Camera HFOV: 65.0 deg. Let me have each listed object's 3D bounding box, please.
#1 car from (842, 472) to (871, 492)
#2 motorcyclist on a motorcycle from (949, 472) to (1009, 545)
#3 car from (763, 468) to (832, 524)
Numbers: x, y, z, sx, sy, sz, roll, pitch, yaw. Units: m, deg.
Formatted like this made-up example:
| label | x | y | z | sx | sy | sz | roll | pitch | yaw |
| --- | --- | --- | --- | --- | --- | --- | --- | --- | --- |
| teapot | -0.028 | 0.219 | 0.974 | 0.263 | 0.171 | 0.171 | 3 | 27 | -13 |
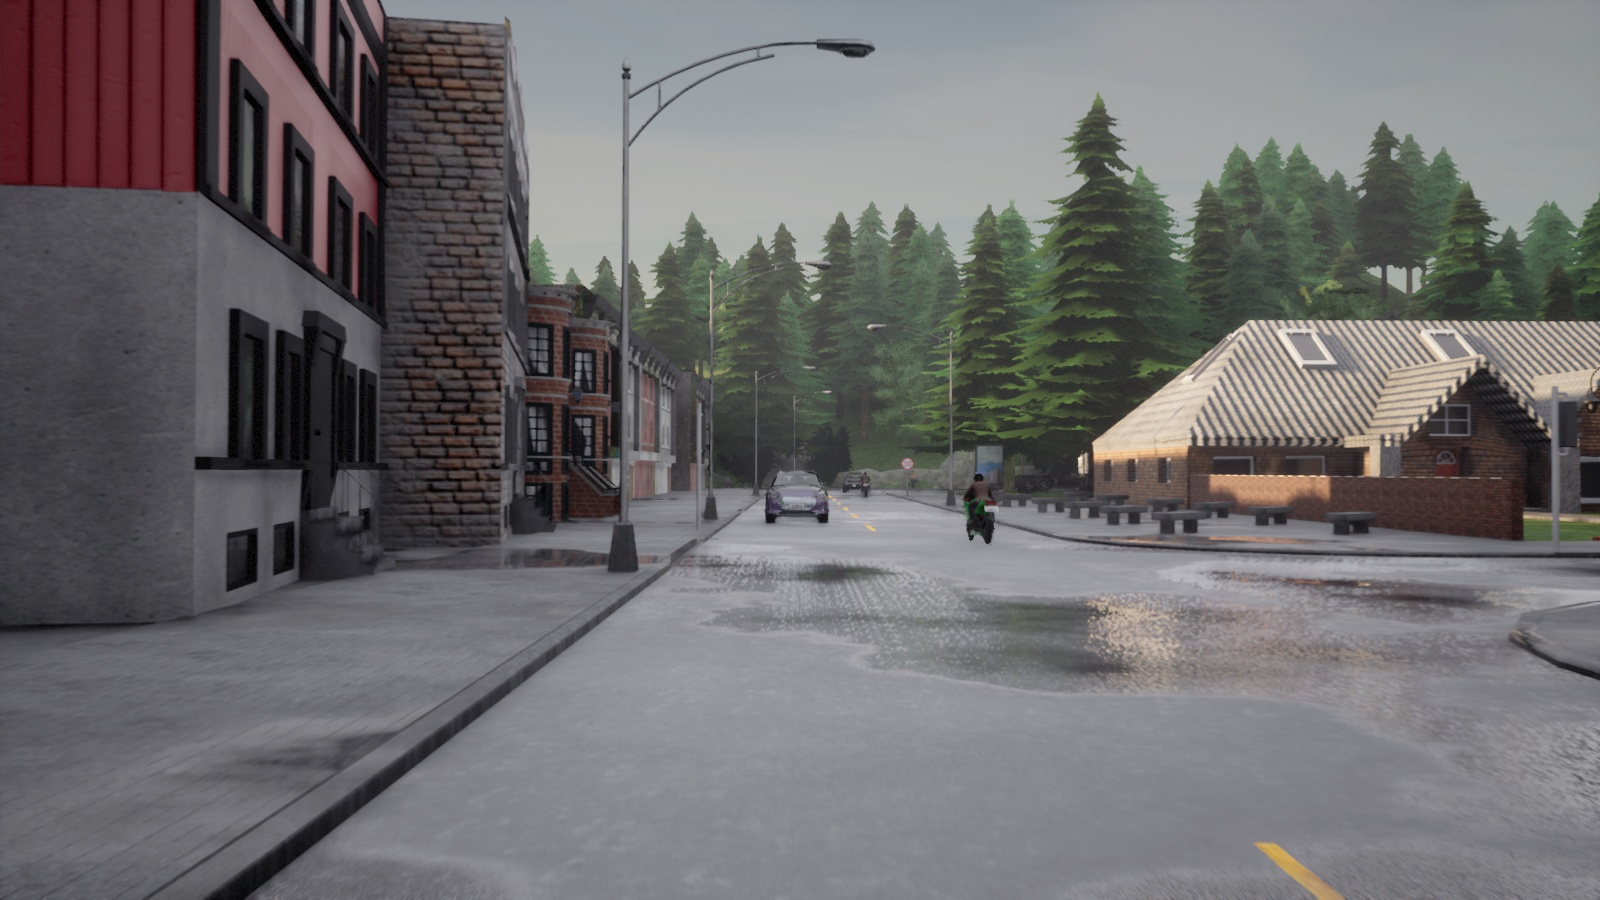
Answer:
| label | x | y | z | sx | sy | sz | roll | pitch | yaw |
| --- | --- | --- | --- | --- | --- | --- | --- | --- | --- |
| car | 4.198 | 2.371 | 93.136 | 1.816 | 1.474 | 4.193 | -1 | -1 | 7 |
| motorcyclist on a motorcycle | 3.892 | 1.240 | 27.398 | 0.797 | 1.523 | 2.044 | 1 | -1 | -6 |
| car | -0.086 | 1.408 | 39.586 | 2.033 | 1.649 | 4.856 | 0 | -1 | 0 |
